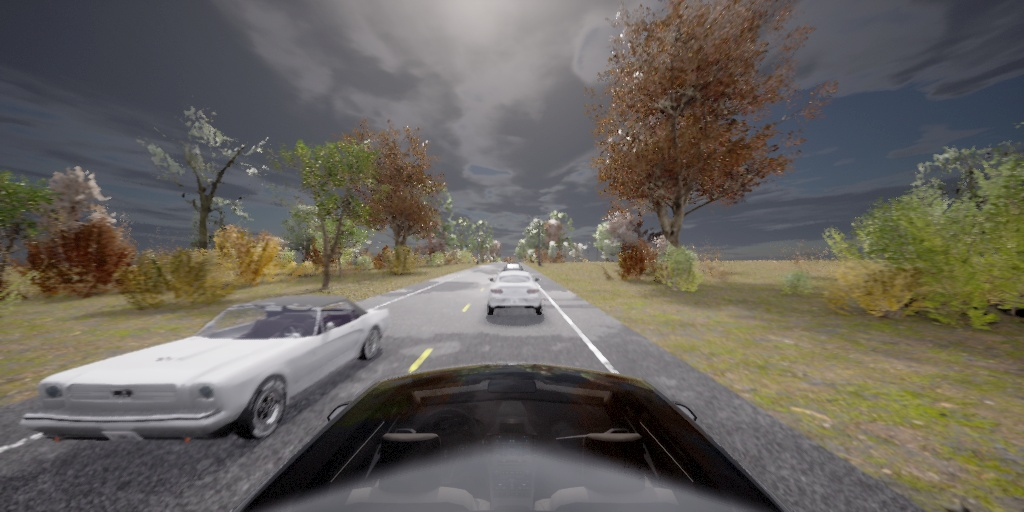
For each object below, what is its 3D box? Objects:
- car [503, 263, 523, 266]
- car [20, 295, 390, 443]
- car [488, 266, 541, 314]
[{"bbox_3d":[0.099,1.305,32.374,1.994,1.385,4.181,0,0,0],"label":"car"},{"bbox_3d":[-3.570,1.345,5.500,1.895,1.301,4.718,0,0,0],"label":"car"},{"bbox_3d":[0.088,1.262,13.637,1.812,1.442,4.674,0,0,0],"label":"car"}]
